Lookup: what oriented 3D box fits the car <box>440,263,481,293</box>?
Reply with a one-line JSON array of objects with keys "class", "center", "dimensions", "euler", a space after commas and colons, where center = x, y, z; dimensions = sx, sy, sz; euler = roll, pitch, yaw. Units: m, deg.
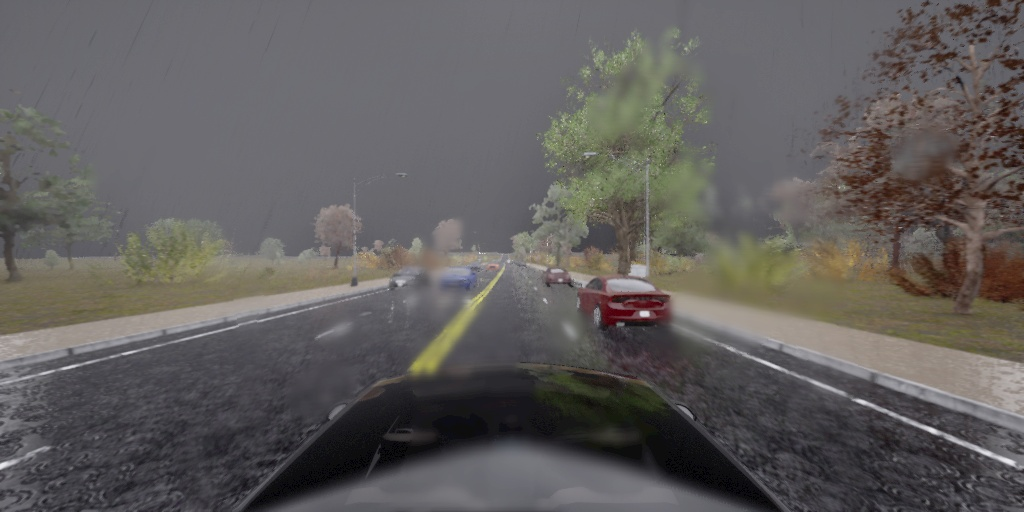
[{"class": "car", "center": [-3.347, 1.450, 23.262], "dimensions": [1.882, 1.535, 5.008], "euler": [0, -1, 0]}]

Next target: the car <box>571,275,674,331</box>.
[{"class": "car", "center": [3.348, 1.333, 11.521], "dimensions": [1.882, 1.535, 5.008], "euler": [0, -1, 0]}]

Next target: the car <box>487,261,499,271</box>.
[{"class": "car", "center": [-3.401, 1.724, 64.997], "dimensions": [2.097, 1.767, 4.553], "euler": [0, -1, 0]}]

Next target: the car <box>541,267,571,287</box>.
[{"class": "car", "center": [3.352, 1.539, 27.093], "dimensions": [1.812, 1.442, 4.674], "euler": [0, -1, 0]}]

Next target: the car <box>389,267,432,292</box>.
[{"class": "car", "center": [-6.596, 1.467, 23.736], "dimensions": [2.128, 1.511, 4.902], "euler": [0, -1, 0]}]
